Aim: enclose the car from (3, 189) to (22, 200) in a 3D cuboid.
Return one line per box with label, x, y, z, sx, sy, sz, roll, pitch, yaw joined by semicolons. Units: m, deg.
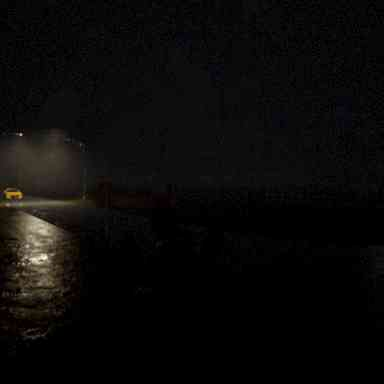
car;-24.625;0.278;45.629;1.882;1.535;5.008;-1;2;-35
